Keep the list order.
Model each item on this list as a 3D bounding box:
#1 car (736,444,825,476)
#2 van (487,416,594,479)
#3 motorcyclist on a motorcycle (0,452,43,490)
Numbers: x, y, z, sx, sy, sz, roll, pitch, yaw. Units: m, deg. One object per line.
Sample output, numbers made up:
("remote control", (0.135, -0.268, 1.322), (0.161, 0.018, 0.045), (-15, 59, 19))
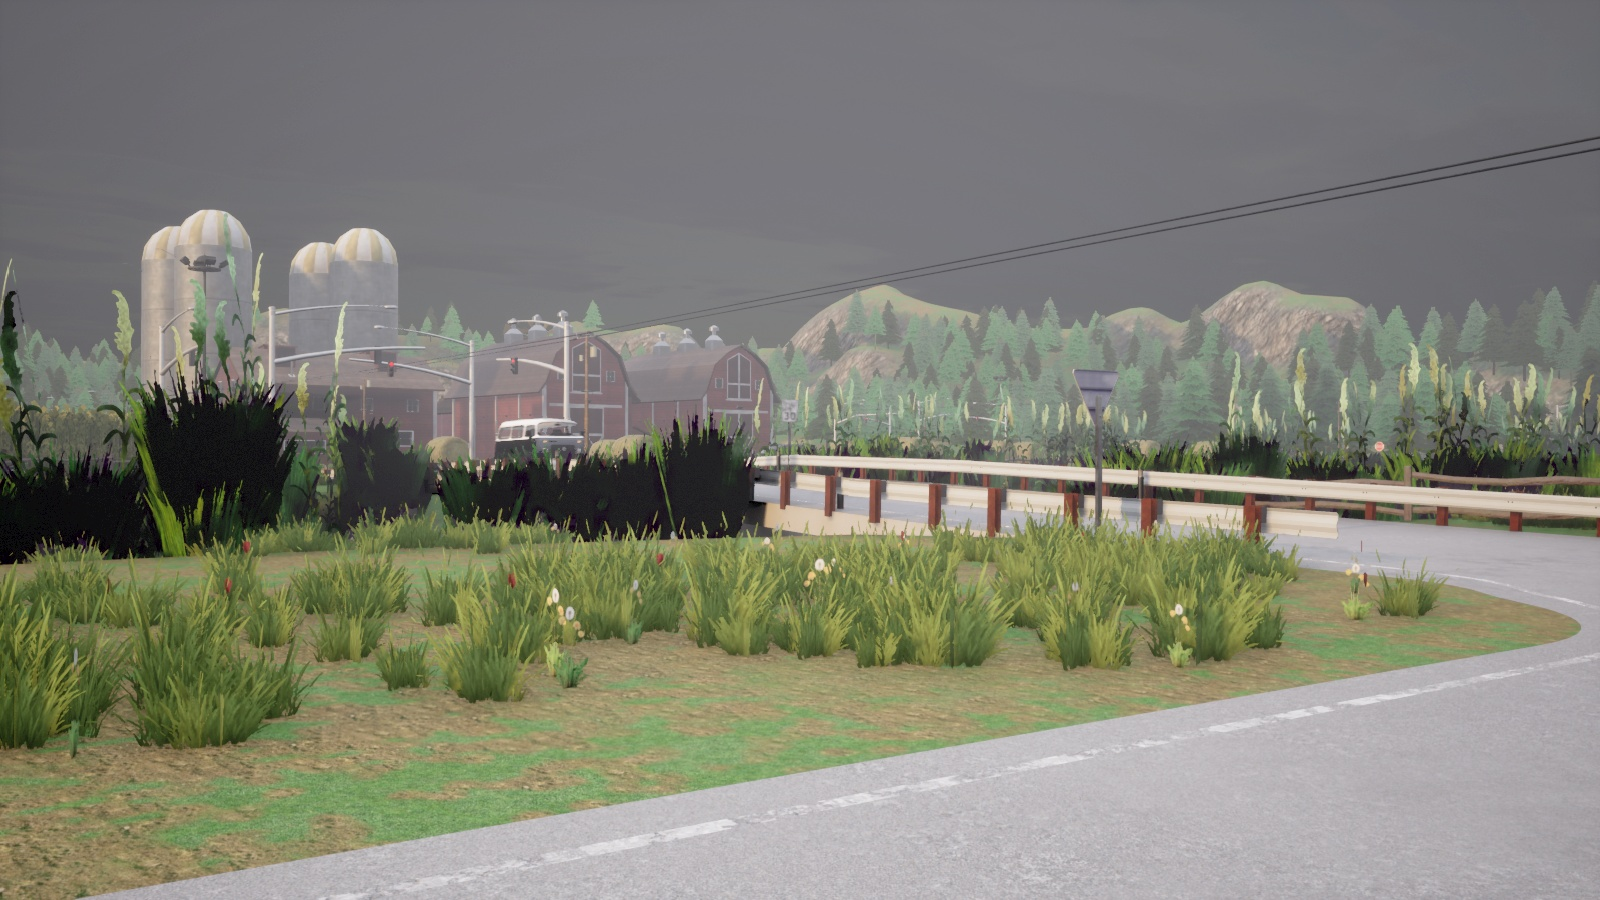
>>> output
("car", (-1.209, 0.629, 80.770), (5.566, 2.045, 2.150), (0, 0, -38))
("van", (-9.057, -0.033, 43.558), (2.069, 2.038, 4.480), (0, -2, -34))
("motorcyclist on a motorcycle", (-34.404, 0.902, 54.729), (2.350, 1.649, 0.766), (0, 0, -41))
